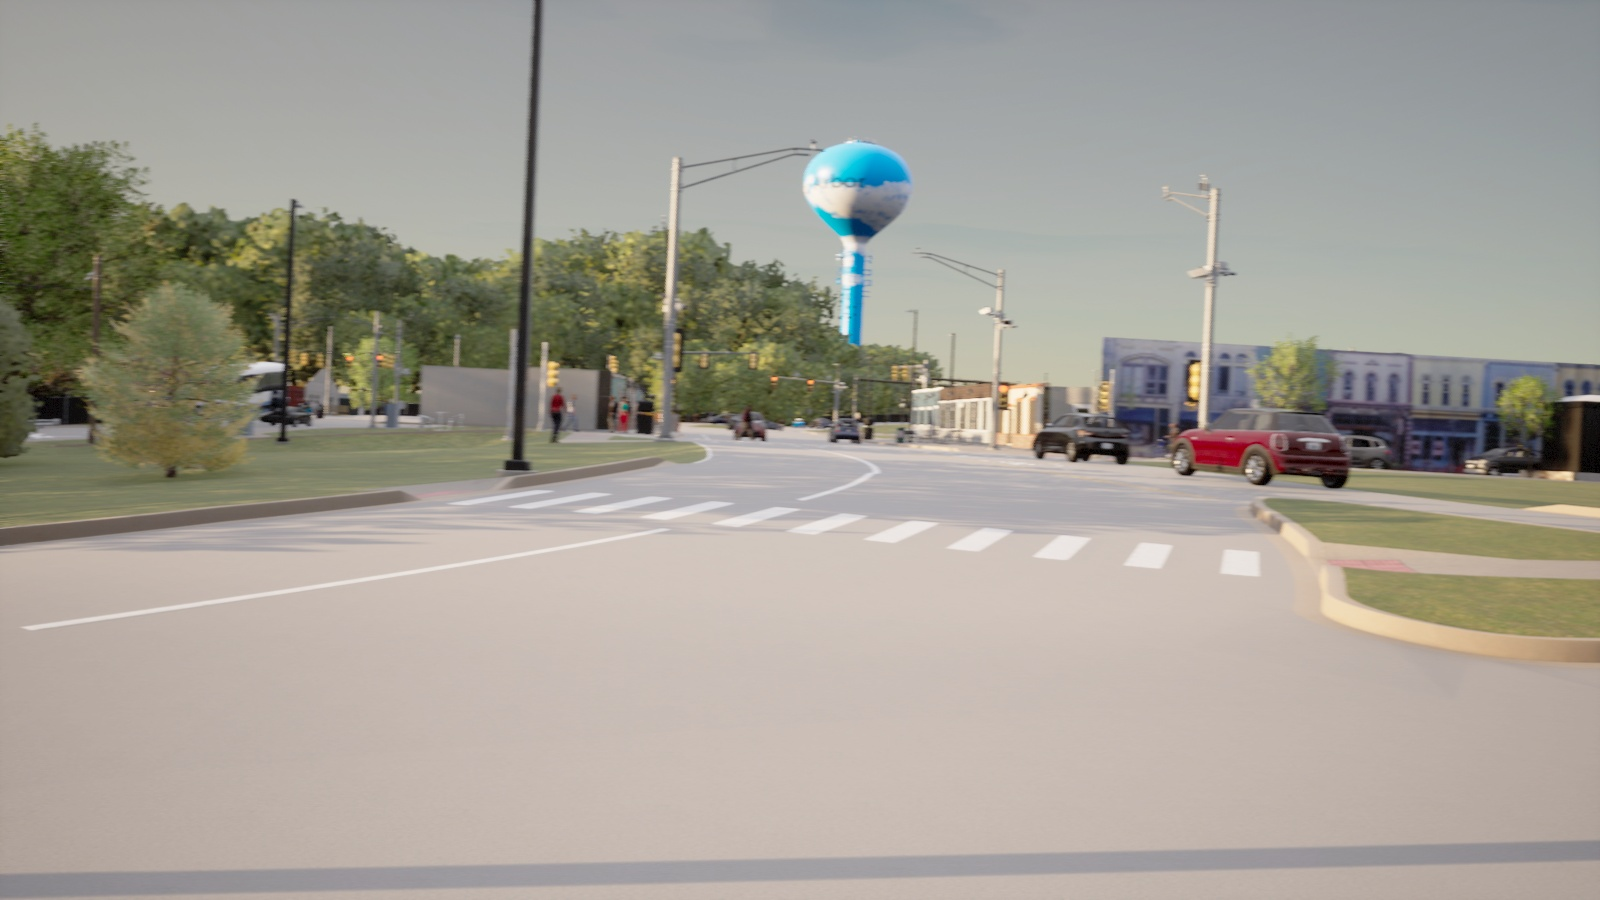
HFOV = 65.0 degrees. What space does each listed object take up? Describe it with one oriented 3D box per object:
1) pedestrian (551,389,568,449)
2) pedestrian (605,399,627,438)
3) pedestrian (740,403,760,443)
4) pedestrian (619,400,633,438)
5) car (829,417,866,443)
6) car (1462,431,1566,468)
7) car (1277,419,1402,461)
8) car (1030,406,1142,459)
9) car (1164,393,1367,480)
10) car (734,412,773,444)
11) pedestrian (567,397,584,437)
[{"bbox_3d":[-7.503,-0.961,39.214,0.331,1.846,0.636,1,0,5],"label":"pedestrian"},{"bbox_3d":[-8.946,-1.530,61.159,0.849,1.883,0.563,2,0,17],"label":"pedestrian"},{"bbox_3d":[-2.334,-1.260,58.764,0.899,1.844,0.634,1,0,0],"label":"pedestrian"},{"bbox_3d":[-8.535,-1.529,61.623,0.594,1.836,0.345,2,1,42],"label":"pedestrian"},{"bbox_3d":[3.052,-1.313,81.356,1.851,1.617,3.988,1,1,-5],"label":"car"},{"bbox_3d":[32.496,-0.037,57.225,3.705,1.549,1.789,2,0,-5],"label":"car"},{"bbox_3d":[24.214,-0.447,56.501,4.611,1.667,2.242,2,0,-5],"label":"car"},{"bbox_3d":[8.555,-0.547,37.945,1.816,1.474,4.193,1,1,-9],"label":"car"},{"bbox_3d":[10.404,-0.376,28.523,2.097,1.767,4.553,1,2,-13],"label":"car"},{"bbox_3d":[-2.404,-1.108,64.035,1.845,1.501,3.633,1,1,-3],"label":"car"},{"bbox_3d":[-10.461,-1.530,58.590,0.706,1.836,0.354,1,0,-2],"label":"pedestrian"}]
